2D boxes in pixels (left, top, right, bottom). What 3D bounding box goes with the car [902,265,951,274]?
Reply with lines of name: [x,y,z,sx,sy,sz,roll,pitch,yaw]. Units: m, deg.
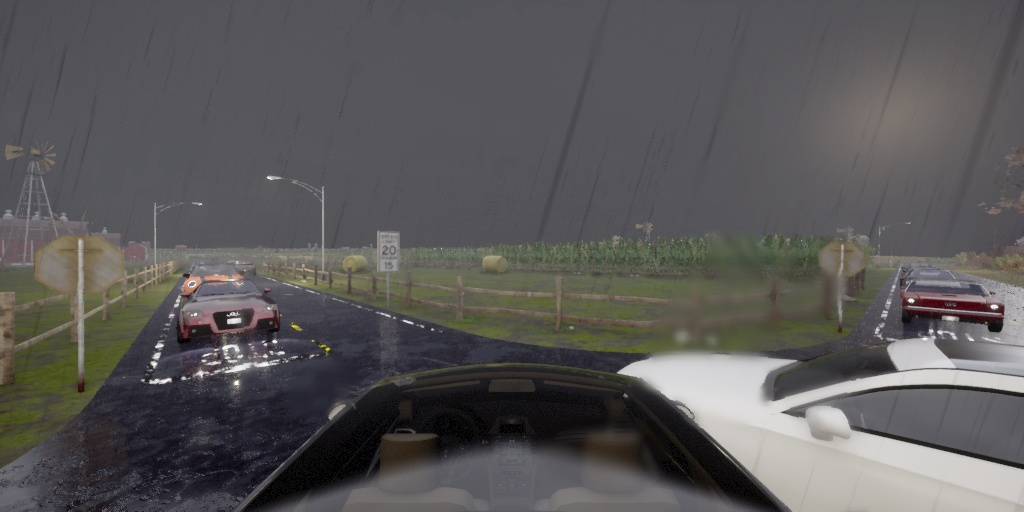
car: [20.709,1.350,17.793,5.357,1.411,2.033,0,1,-42]

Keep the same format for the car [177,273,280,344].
car: [-7.879,1.351,9.940,1.994,1.385,4.181,0,0,-42]

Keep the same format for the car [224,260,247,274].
car: [-33.425,1.283,43.277,1.837,1.490,4.892,0,0,-41]

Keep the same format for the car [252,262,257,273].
car: [-26.753,1.266,35.776,2.128,1.511,4.902,0,0,-41]

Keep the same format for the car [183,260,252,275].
car: [-13.613,1.133,16.461,2.097,1.767,4.553,0,0,-41]

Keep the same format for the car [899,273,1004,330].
car: [13.589,1.390,11.276,4.718,1.301,1.895,0,1,-43]

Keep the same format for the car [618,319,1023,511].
car: [2.851,1.293,2.283,1.812,1.442,4.674,0,1,-44]

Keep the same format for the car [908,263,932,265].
car: [27.504,1.383,24.004,4.181,1.385,1.994,0,1,-42]
